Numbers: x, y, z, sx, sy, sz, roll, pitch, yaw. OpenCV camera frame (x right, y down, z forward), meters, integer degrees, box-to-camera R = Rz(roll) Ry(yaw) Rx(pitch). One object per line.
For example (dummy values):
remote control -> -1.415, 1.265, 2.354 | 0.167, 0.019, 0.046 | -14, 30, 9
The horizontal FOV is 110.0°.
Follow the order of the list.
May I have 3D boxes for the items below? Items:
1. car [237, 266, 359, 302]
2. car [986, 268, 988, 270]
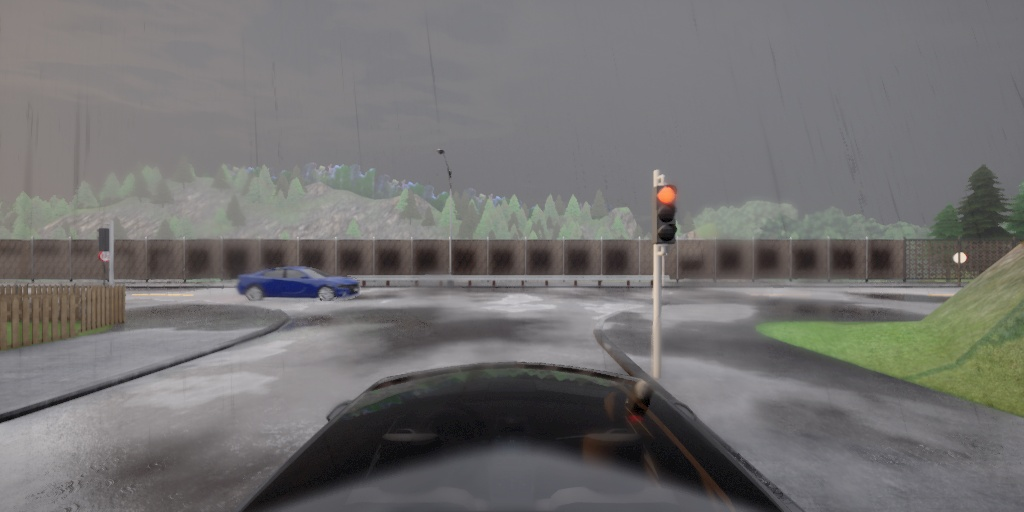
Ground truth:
car -> -9.590, 1.228, 16.308 | 5.008, 1.535, 1.882 | 1, 0, 0
car -> 30.518, 0.964, 20.402 | 5.566, 2.045, 2.150 | 0, 0, 0
